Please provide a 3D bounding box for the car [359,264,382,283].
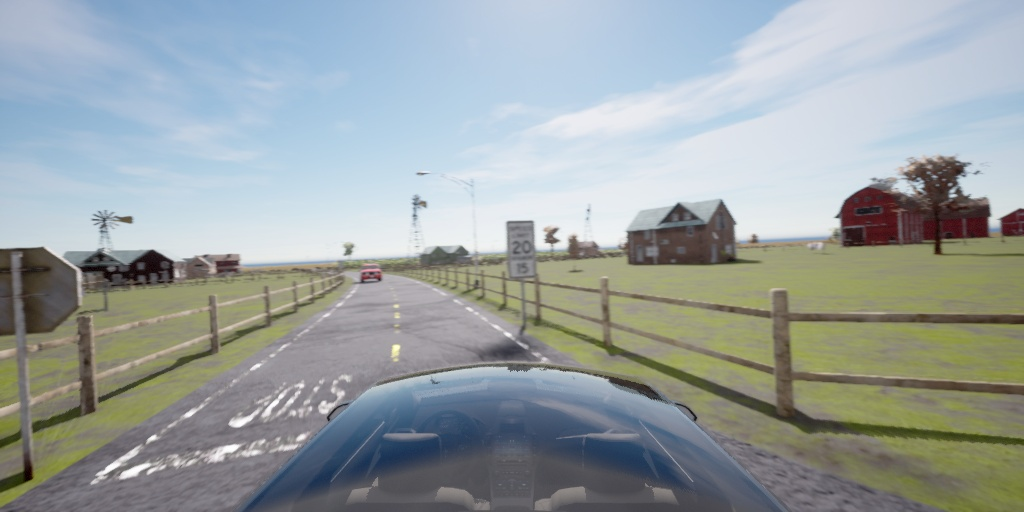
[{"bbox_3d":[-16.398,1.943,41.636,2.150,2.045,5.566,-3,0,-23],"label":"car"}]
